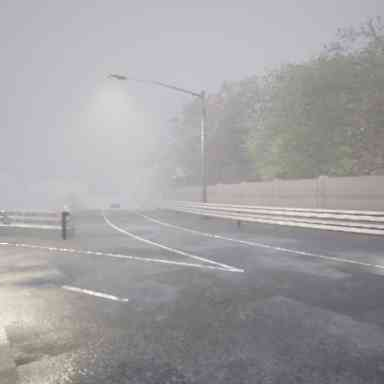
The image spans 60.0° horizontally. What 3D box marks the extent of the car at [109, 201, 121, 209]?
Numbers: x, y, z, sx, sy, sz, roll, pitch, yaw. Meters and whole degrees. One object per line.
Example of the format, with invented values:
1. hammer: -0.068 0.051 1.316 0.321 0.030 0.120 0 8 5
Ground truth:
1. car: -14.768 2.510 63.627 1.812 1.442 4.674 -1 -3 -12
